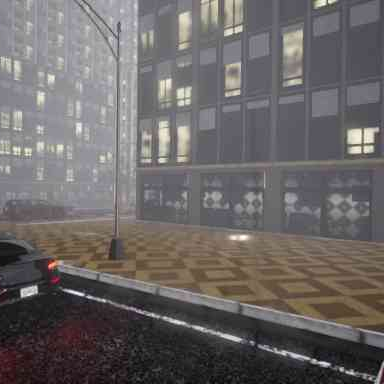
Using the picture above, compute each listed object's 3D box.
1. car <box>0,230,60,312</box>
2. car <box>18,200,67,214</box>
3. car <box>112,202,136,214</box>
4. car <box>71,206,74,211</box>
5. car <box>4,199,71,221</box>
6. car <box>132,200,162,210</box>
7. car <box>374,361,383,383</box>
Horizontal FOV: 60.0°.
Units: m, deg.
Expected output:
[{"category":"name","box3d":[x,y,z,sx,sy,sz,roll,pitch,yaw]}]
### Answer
[{"category":"car","box3d":[-4.646,1.522,6.987,4.674,1.442,1.812,0,0,35]},{"category":"car","box3d":[-17.245,1.643,38.591,1.752,1.417,4.829,1,0,36]},{"category":"car","box3d":[-6.949,1.830,38.435,1.752,1.417,4.829,1,0,36]},{"category":"car","box3d":[-15.537,1.755,36.531,1.895,1.301,4.718,1,0,36]},{"category":"car","box3d":[-13.740,1.520,29.219,2.192,1.841,5.009,1,0,36]},{"category":"car","box3d":[-6.581,1.850,48.660,1.994,1.385,4.181,1,0,37]},{"category":"car","box3d":[3.243,1.353,1.374,4.553,1.767,2.097,0,0,35]}]
